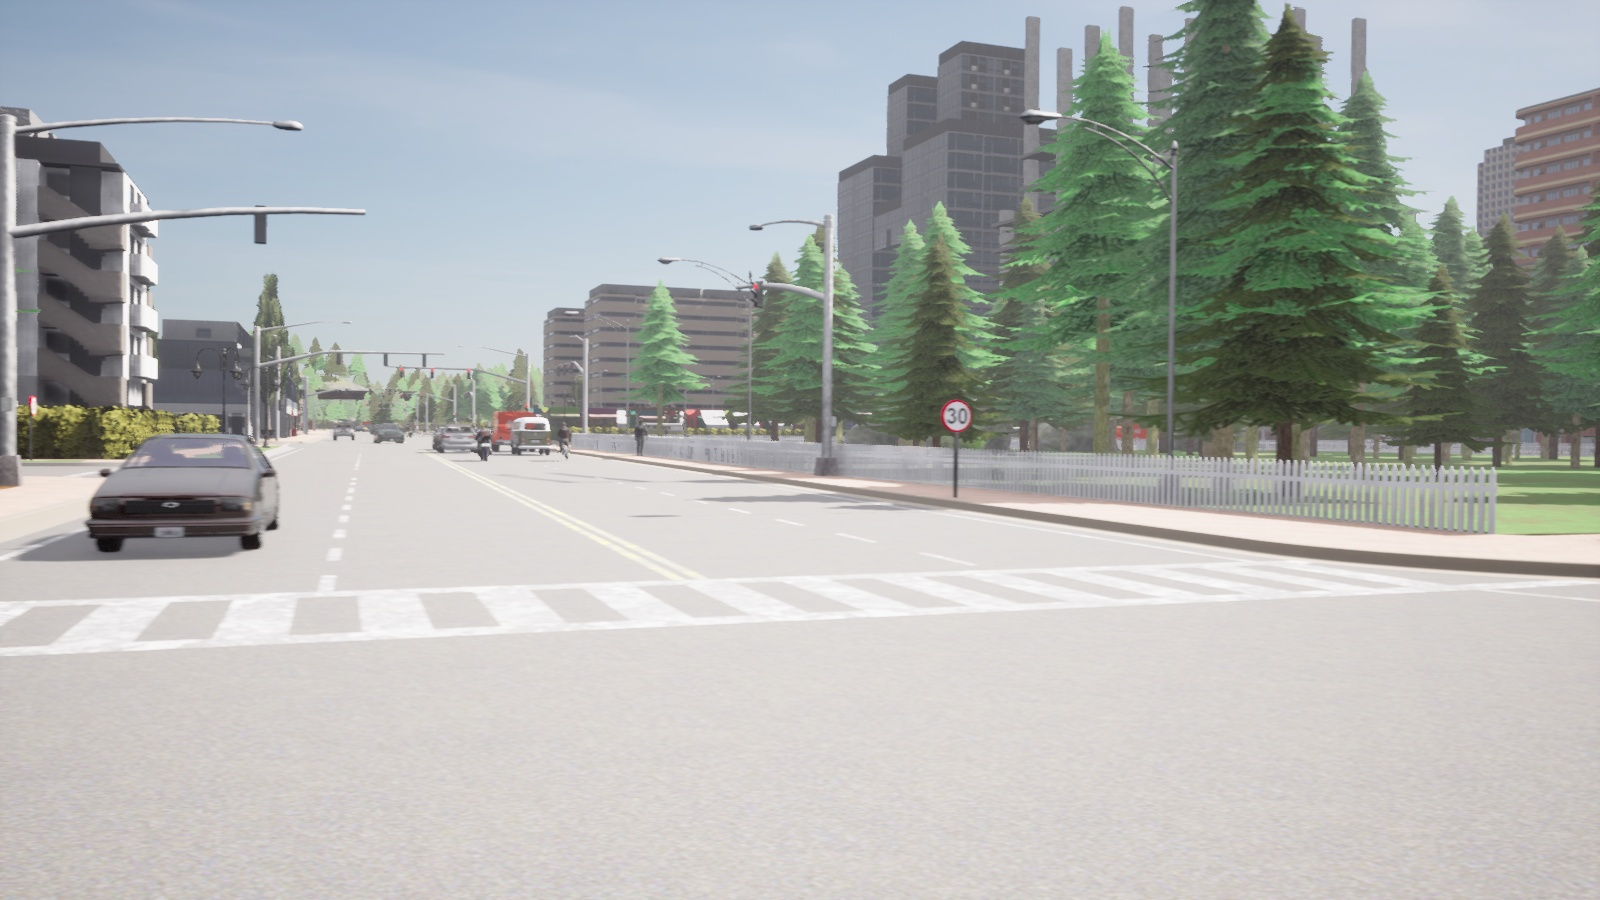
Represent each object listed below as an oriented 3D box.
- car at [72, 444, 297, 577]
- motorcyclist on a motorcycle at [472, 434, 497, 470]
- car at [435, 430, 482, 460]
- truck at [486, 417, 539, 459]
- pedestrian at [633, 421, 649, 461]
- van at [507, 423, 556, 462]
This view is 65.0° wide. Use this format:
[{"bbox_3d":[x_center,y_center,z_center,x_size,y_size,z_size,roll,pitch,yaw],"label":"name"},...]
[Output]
[{"bbox_3d":[-7.963,0.659,16.771,2.033,1.411,5.357,-1,1,-19],"label":"car"},{"bbox_3d":[-14.013,0.077,55.779,0.866,1.530,2.191,-1,1,-19],"label":"motorcyclist on a motorcycle"},{"bbox_3d":[-19.624,-0.318,72.040,2.242,1.667,4.611,-1,1,-19],"label":"car"},{"bbox_3d":[-17.706,-0.753,77.199,2.627,2.467,5.204,-1,1,-19],"label":"truck"},{"bbox_3d":[-7.655,-0.445,60.483,0.563,1.883,0.849,-1,1,-19],"label":"pedestrian"},{"bbox_3d":[-14.655,-0.433,68.370,2.069,2.038,4.480,-1,1,-19],"label":"van"}]
